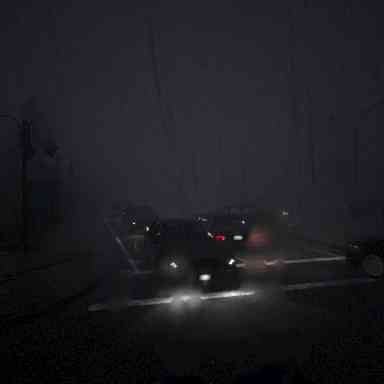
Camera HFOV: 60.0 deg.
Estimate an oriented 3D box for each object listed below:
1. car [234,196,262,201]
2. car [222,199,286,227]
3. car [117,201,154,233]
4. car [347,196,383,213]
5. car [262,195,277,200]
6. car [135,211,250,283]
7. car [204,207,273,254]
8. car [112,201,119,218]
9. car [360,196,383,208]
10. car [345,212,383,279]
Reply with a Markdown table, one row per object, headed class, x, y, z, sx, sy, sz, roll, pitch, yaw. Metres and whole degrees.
| class | x | y | z | sx | sy | sz | roll | pitch | yaw |
| --- | --- | --- | --- | --- | --- | --- | --- | --- | --- |
| car | 7.366 | 1.287 | 46.156 | 2.007 | 1.523 | 4.514 | 0 | 0 | -17 |
| car | 2.848 | 1.467 | 19.897 | 5.357 | 1.411 | 2.033 | -3 | 1 | -15 |
| car | -3.101 | 1.529 | 19.945 | 2.033 | 1.411 | 5.357 | 0 | 0 | -17 |
| car | 15.598 | 1.356 | 29.196 | 1.970 | 1.475 | 3.806 | 0 | 0 | -17 |
| car | 10.355 | 1.277 | 47.111 | 2.152 | 1.636 | 5.027 | 0 | 0 | -17 |
| car | -0.371 | 1.543 | 10.110 | 2.033 | 1.411 | 5.357 | 0 | 0 | -15 |
| car | 1.351 | 1.538 | 13.389 | 2.033 | 1.411 | 5.357 | 0 | 0 | -4 |
| car | -6.258 | 1.515 | 30.098 | 2.033 | 1.411 | 5.357 | 0 | 0 | -17 |
| car | 23.911 | 1.274 | 43.180 | 1.845 | 1.501 | 3.633 | 0 | 0 | -17 |
| car | 6.531 | 1.475 | 8.238 | 5.008 | 1.535 | 1.882 | 0 | 0 | 39 |
